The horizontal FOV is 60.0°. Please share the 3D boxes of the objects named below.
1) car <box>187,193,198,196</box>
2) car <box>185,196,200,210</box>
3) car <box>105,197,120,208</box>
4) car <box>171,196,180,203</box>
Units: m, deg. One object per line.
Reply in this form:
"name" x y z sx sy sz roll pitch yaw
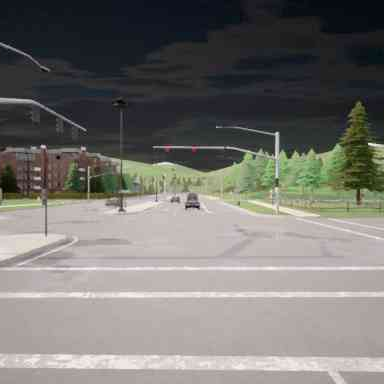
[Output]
"car" 0.088 1.221 68.949 2.150 2.045 5.566 0 0 0
"car" 0.055 1.601 43.513 1.895 1.301 4.718 0 0 0
"car" -11.517 1.525 49.245 1.812 1.442 4.674 0 0 0
"car" -3.412 1.491 68.922 2.128 1.511 4.902 0 0 0
